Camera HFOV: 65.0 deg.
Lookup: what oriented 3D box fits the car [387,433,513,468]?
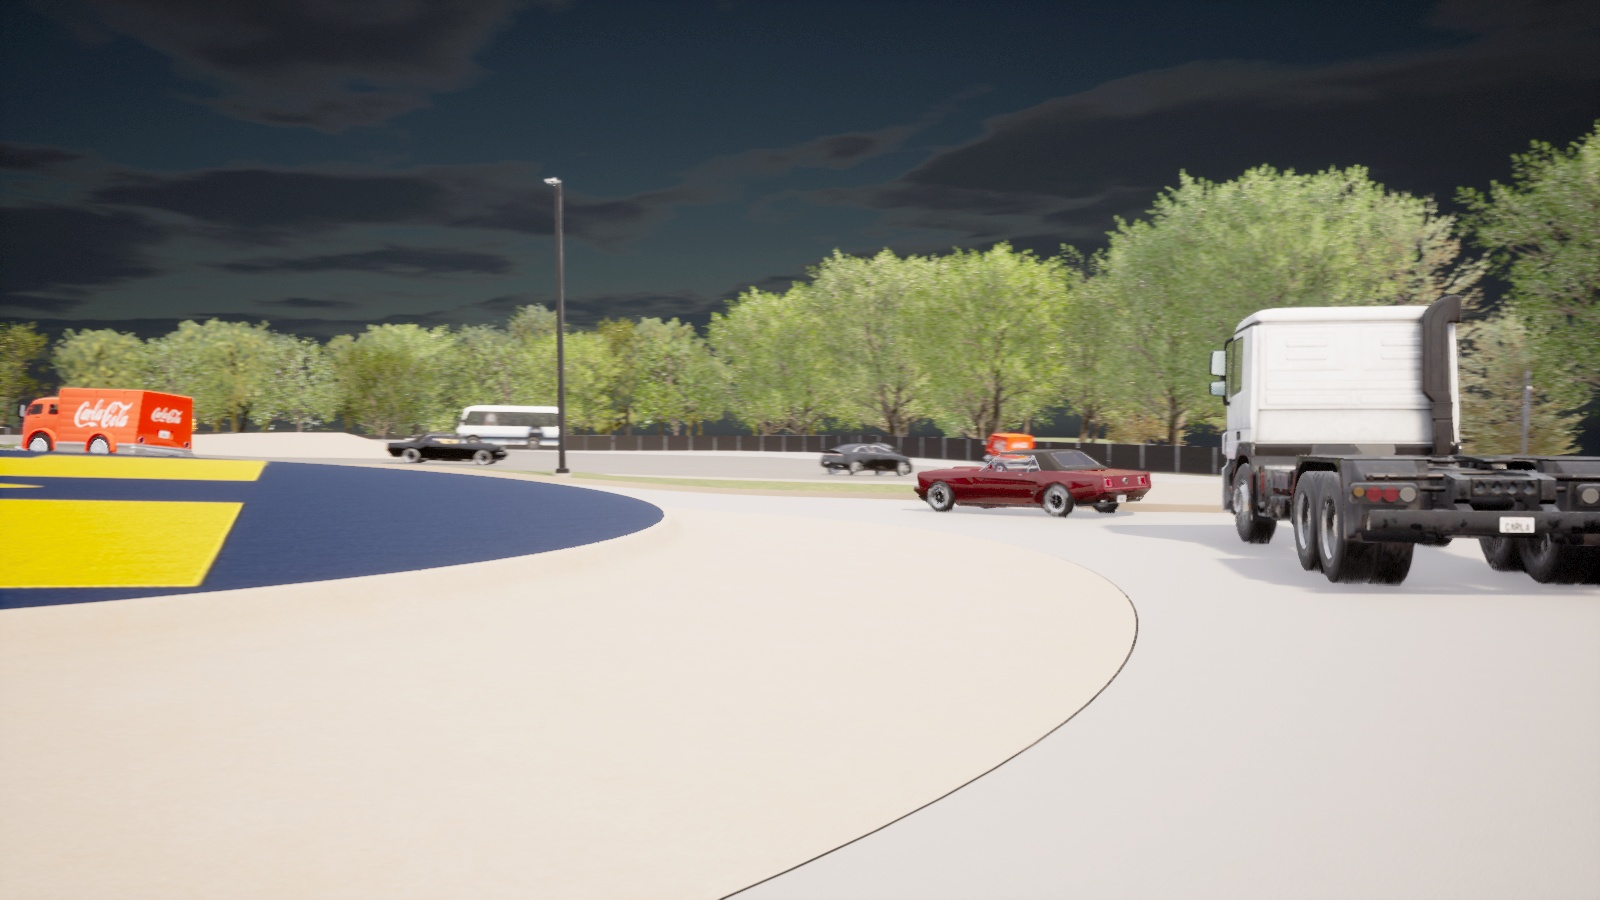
[{"bbox_3d":[-14.441,0.021,51.979,4.718,1.301,1.895,1,0,-4],"label":"car"}]

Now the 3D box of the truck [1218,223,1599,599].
[{"bbox_3d":[7.337,-0.389,15.614,2.891,3.462,7.936,0,0,10],"label":"truck"}]

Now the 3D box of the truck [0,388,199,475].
[{"bbox_3d":[-22.542,-0.582,40.476,5.204,2.467,2.627,2,-4,18],"label":"truck"}]

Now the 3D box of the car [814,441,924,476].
[{"bbox_3d":[3.287,0.420,59.191,4.902,1.511,2.128,2,0,-37],"label":"car"}]

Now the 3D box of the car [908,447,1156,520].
[{"bbox_3d":[4.598,0.621,25.449,1.895,1.301,4.718,-2,1,-44],"label":"car"}]

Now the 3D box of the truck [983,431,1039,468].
[{"bbox_3d":[16.342,-0.097,97.631,2.627,2.467,5.204,-1,4,-12],"label":"truck"}]
